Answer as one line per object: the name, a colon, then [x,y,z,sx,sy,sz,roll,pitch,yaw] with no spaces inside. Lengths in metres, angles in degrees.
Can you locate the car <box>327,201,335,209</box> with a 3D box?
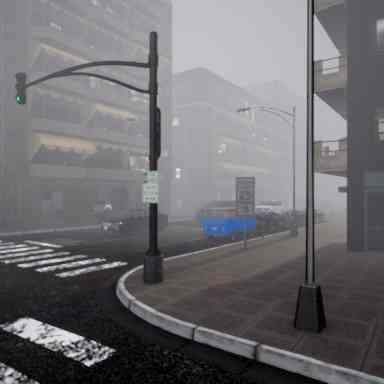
car: [27.364,2.724,68.821,2.192,1.841,5.009,-1,-2,35]

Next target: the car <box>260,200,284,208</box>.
car: [8.843,1.950,38.253,2.150,2.045,5.566,0,-1,36]

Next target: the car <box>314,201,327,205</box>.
car: [24.154,2.885,64.301,1.802,1.307,4.206,-1,-2,35]

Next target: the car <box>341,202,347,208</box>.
car: [40.111,3.371,86.737,1.752,1.417,4.829,-1,-2,35]

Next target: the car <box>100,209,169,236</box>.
car: [-3.490,1.811,20.939,2.128,1.511,4.902,0,-1,35]

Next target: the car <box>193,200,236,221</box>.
car: [2.647,1.745,29.550,2.150,2.045,5.566,0,-1,37]

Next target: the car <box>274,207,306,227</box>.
car: [8.514,2.155,27.906,1.802,1.307,4.206,-1,-2,35]

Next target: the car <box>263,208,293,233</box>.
car: [5.304,2.032,23.393,1.947,1.339,4.313,-1,-2,35]

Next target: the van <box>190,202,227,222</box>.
van: [1.681,1.898,32.708,1.690,1.788,3.998,-1,-2,35]

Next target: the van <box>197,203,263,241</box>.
van: [2.231,1.701,18.786,1.690,1.788,3.998,-1,-2,35]

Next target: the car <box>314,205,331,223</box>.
car: [11.725,2.231,32.422,2.008,1.369,4.403,-1,-2,35]
